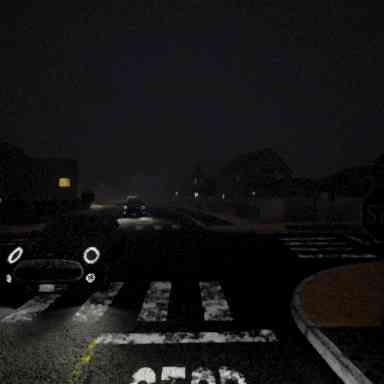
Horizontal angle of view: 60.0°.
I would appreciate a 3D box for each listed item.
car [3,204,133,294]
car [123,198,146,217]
[{"bbox_3d":[-3.020,1.357,8.888,2.097,1.767,4.553,0,-1,-3],"label":"car"},{"bbox_3d":[-5.407,1.401,31.312,2.097,1.767,4.553,0,0,-9],"label":"car"}]
